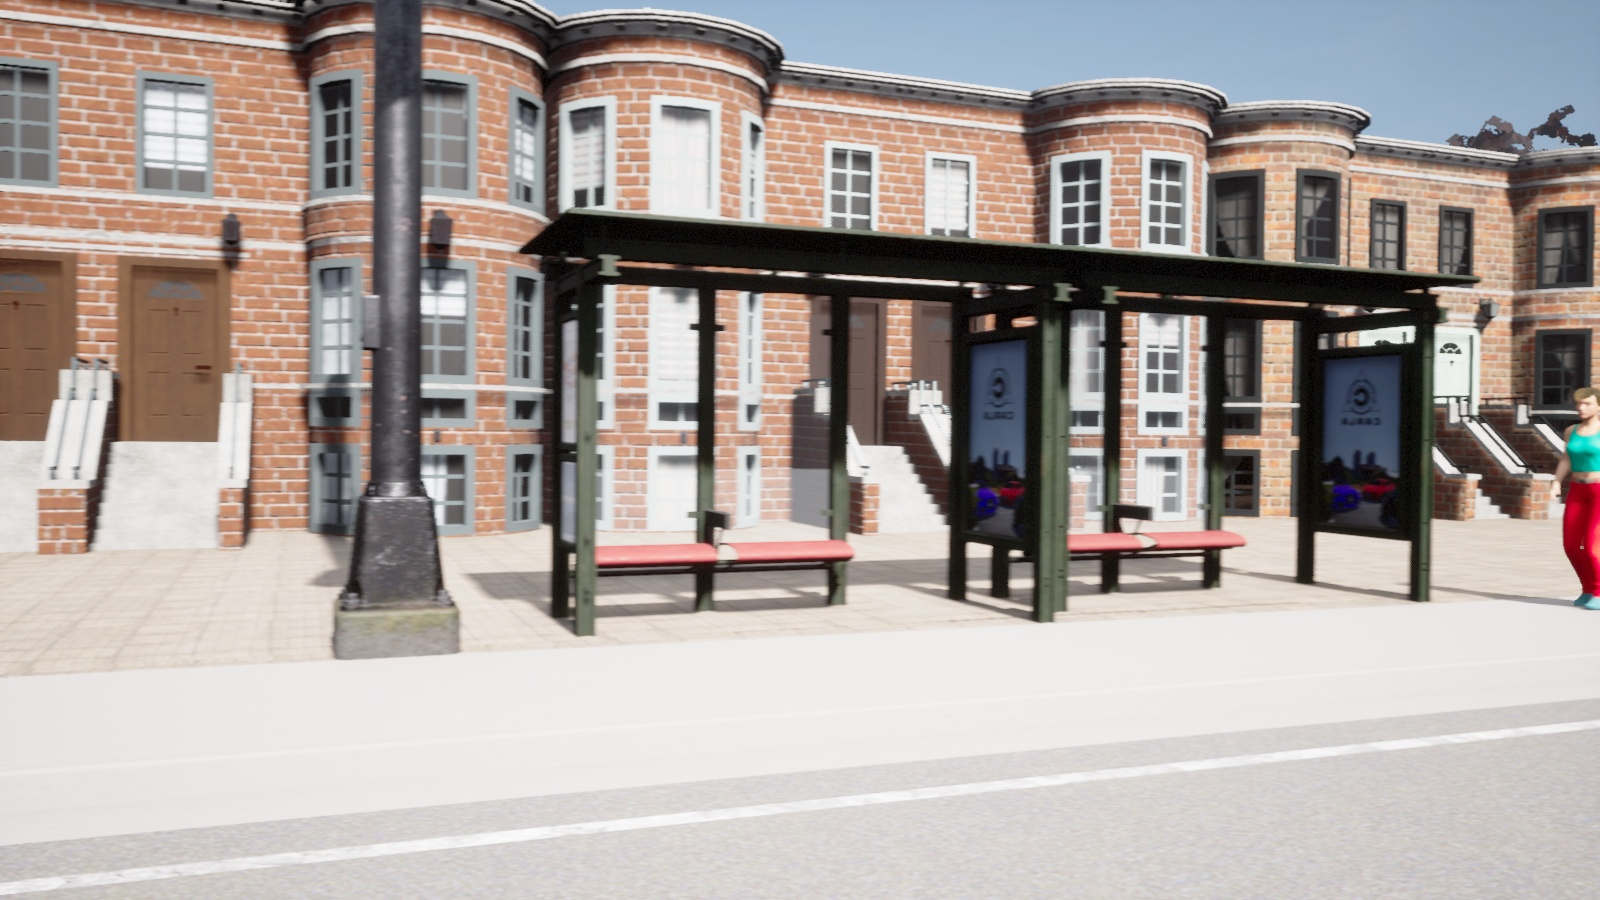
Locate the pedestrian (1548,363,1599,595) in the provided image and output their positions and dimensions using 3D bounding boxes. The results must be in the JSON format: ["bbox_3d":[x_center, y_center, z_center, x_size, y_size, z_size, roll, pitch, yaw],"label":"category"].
[{"bbox_3d":[6.448,0.227,10.220,0.594,1.836,0.345,-1,1,-25],"label":"pedestrian"}]
